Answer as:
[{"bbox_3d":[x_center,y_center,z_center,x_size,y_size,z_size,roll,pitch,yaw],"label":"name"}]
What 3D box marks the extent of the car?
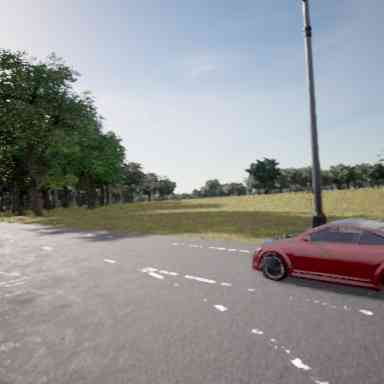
[{"bbox_3d":[3.465,1.343,7.657,1.994,1.385,4.181,-4,0,-45],"label":"car"}]
